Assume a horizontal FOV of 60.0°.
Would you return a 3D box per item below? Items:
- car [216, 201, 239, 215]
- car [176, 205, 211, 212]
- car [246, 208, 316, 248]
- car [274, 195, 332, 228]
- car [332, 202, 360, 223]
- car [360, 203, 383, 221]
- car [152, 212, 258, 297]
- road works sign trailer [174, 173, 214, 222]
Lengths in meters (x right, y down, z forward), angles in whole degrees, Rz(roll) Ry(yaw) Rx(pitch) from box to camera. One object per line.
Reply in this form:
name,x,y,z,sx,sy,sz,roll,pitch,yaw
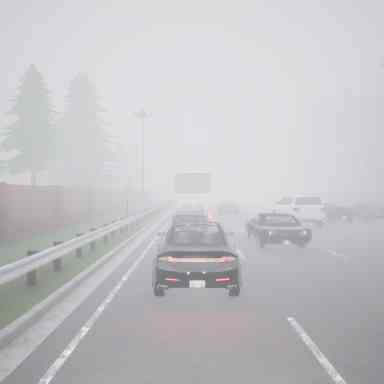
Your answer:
car,3.602,1.563,34.026,1.994,1.385,4.181,0,0,0
car,0.029,1.474,19.035,1.882,1.535,5.008,0,0,5
car,3.602,1.601,14.807,1.895,1.301,4.718,0,0,0
car,7.101,1.222,22.554,2.150,2.045,5.566,0,0,0
car,10.601,1.507,25.582,1.837,1.490,4.892,0,0,0
car,14.101,1.547,26.726,2.033,1.411,5.357,0,0,0
car,0.101,1.491,8.589,2.128,1.511,4.902,0,0,0
road works sign trailer,0.066,0.464,22.955,2.380,3.560,2.880,0,0,-1
